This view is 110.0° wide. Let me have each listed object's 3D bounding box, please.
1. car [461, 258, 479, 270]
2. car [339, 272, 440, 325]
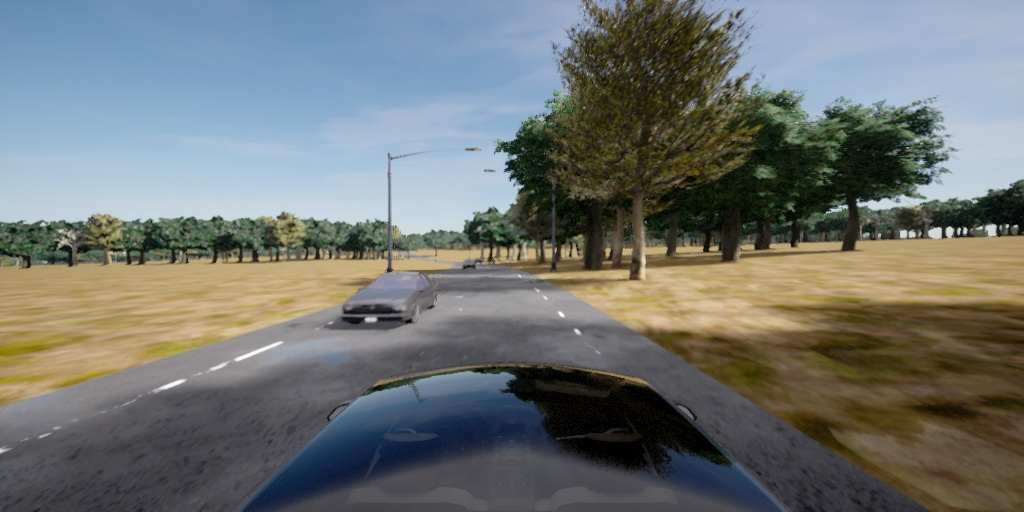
[{"bbox_3d":[-5.994,1.181,50.626,1.837,1.490,4.892,0,0,-5],"label":"car"},{"bbox_3d":[-3.698,1.264,11.981,2.033,1.411,5.357,0,0,-1],"label":"car"}]
